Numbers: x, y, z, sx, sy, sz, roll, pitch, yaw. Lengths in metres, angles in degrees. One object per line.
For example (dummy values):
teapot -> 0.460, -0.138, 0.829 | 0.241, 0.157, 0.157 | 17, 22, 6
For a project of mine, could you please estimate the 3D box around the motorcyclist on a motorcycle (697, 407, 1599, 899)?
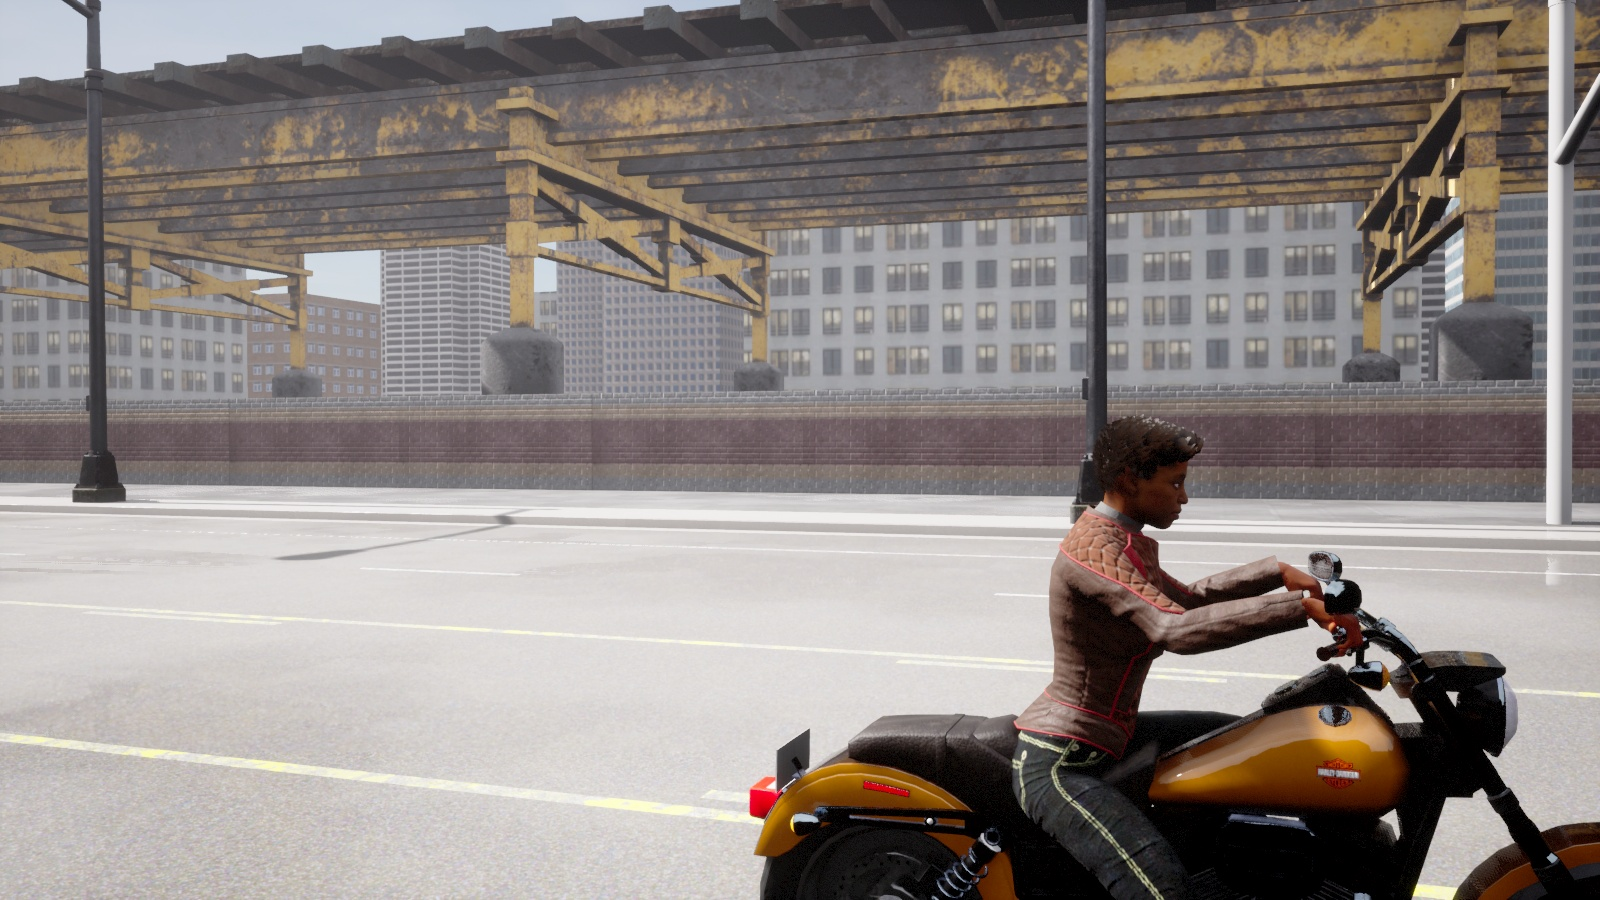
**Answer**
motorcyclist on a motorcycle -> 0.997, 0.734, 2.890 | 2.350, 1.649, 0.766 | 1, 1, 20
